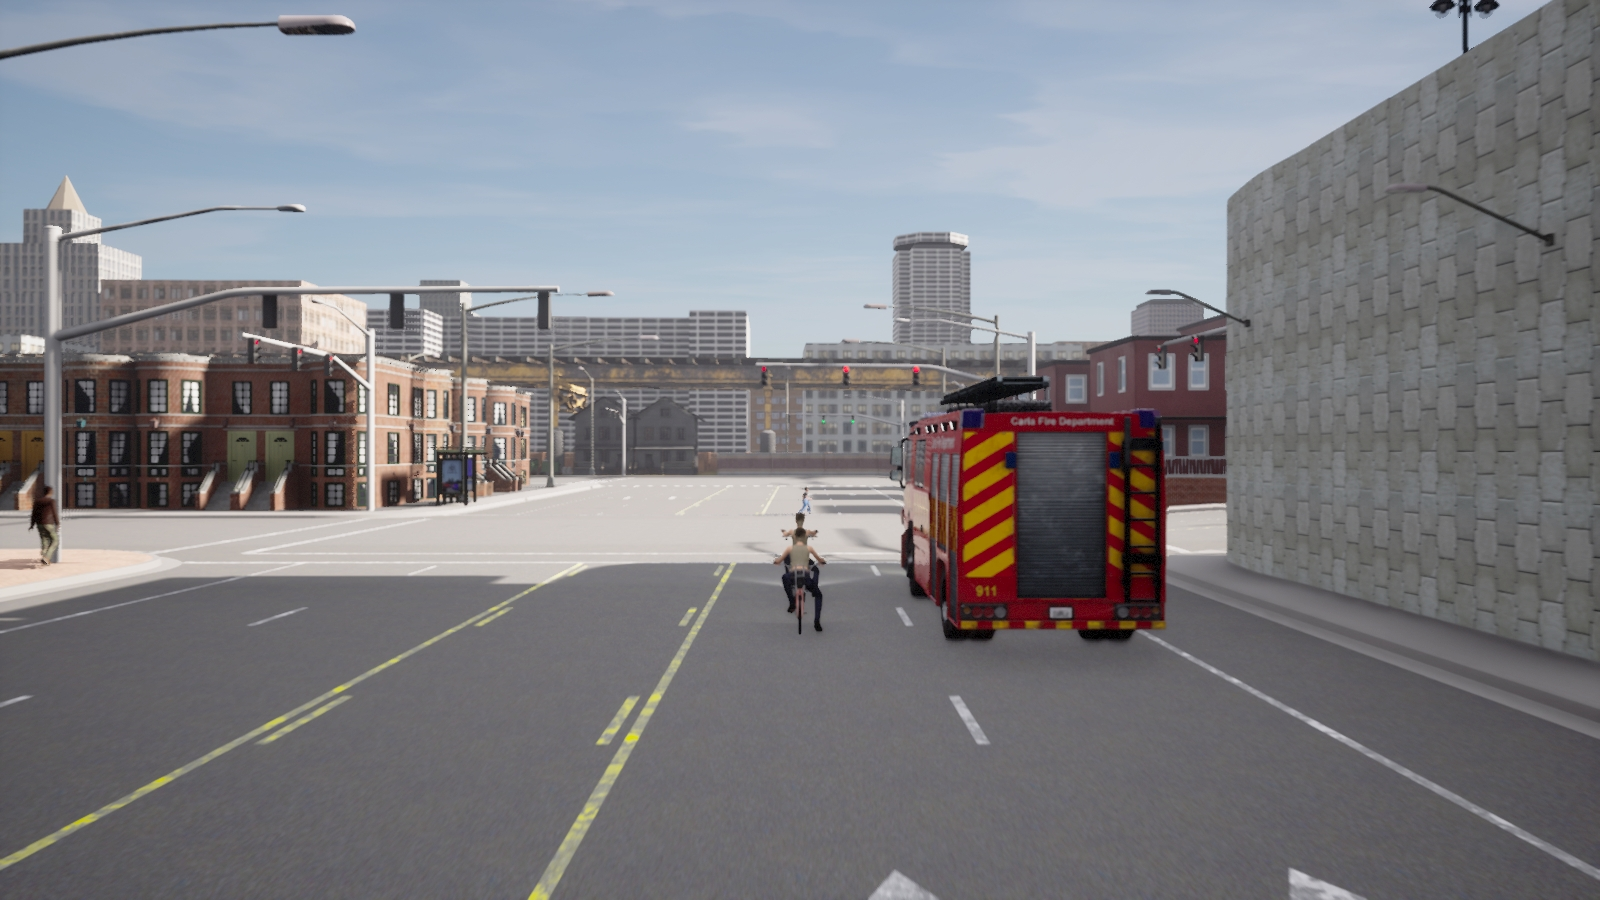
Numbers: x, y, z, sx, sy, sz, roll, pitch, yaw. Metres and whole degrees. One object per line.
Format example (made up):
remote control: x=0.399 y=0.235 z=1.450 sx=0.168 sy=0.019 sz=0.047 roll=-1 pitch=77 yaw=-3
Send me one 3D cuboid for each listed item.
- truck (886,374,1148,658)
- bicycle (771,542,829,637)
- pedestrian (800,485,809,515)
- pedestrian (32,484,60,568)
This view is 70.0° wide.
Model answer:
truck: x=3.246 y=0.891 z=19.659 sx=2.891 sy=3.827 sz=8.468 roll=0 pitch=0 yaw=0
bicycle: x=-0.002 y=2.145 z=17.836 sx=0.859 sy=1.301 sz=1.487 roll=0 pitch=0 yaw=0
pedestrian: x=0.201 y=2.129 z=48.749 sx=0.375 sy=1.300 sz=0.375 roll=0 pitch=0 yaw=0
pedestrian: x=-16.943 y=1.697 z=25.690 sx=0.375 sy=1.860 sz=0.375 roll=0 pitch=0 yaw=4
